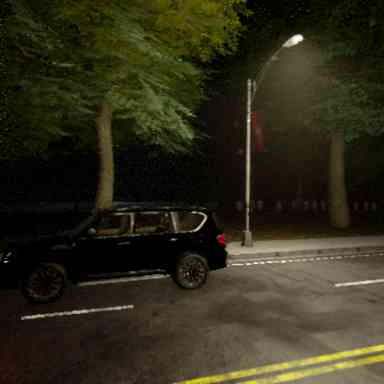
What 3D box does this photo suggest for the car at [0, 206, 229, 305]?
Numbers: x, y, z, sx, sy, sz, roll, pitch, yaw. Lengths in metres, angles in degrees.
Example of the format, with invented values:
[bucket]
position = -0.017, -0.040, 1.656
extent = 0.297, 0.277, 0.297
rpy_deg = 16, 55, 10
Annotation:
[car]
position = -1.784, 1.391, 8.586
extent = 5.566, 2.045, 2.150
rpy_deg = 0, -1, -19
